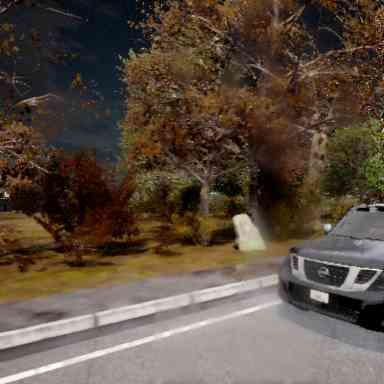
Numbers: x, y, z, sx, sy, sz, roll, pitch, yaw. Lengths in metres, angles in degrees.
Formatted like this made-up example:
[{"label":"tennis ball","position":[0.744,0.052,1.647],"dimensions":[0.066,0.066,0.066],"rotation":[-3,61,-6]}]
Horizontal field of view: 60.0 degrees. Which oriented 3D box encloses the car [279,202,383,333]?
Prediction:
[{"label":"car","position":[4.190,1.237,6.667],"dimensions":[5.566,2.045,2.150],"rotation":[0,0,-35]}]
